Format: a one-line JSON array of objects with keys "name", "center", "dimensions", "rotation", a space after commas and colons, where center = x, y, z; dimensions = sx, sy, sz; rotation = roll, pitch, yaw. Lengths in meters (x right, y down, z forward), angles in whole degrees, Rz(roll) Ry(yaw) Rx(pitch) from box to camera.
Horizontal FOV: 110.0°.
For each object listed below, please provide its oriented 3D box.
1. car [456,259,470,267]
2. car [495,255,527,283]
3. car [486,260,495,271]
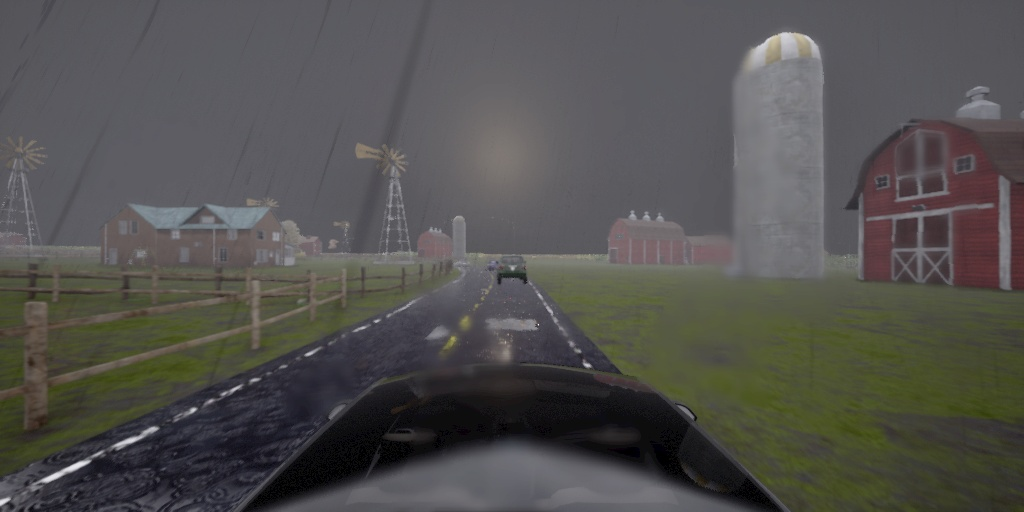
[{"name": "car", "center": [-8.426, 1.224, 61.812], "dimensions": [1.895, 1.301, 4.718], "rotation": [0, 0, -15]}, {"name": "car", "center": [-0.061, 0.944, 27.292], "dimensions": [2.150, 2.045, 5.566], "rotation": [0, 0, -2]}, {"name": "car", "center": [-2.340, 1.204, 47.999], "dimensions": [1.812, 1.442, 4.674], "rotation": [0, 0, -10]}]
